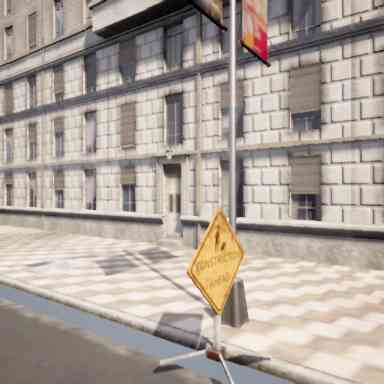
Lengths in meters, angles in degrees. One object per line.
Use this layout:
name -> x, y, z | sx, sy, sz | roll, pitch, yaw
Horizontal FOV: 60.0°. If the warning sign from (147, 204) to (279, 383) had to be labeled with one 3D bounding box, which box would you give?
warning sign -> 0.300, 1.112, 4.024 | 1.060, 1.860, 1.300 | 0, 0, 35
